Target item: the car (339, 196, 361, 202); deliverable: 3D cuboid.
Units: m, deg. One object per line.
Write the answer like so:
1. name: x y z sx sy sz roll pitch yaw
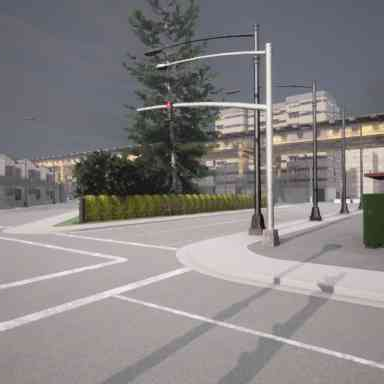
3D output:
1. car: 33.809 1.425 71.030 4.536 1.218 1.853 0 0 -29

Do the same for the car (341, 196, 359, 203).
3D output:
1. car: 33.765 1.583 71.003 4.974 1.542 2.038 0 0 -29
